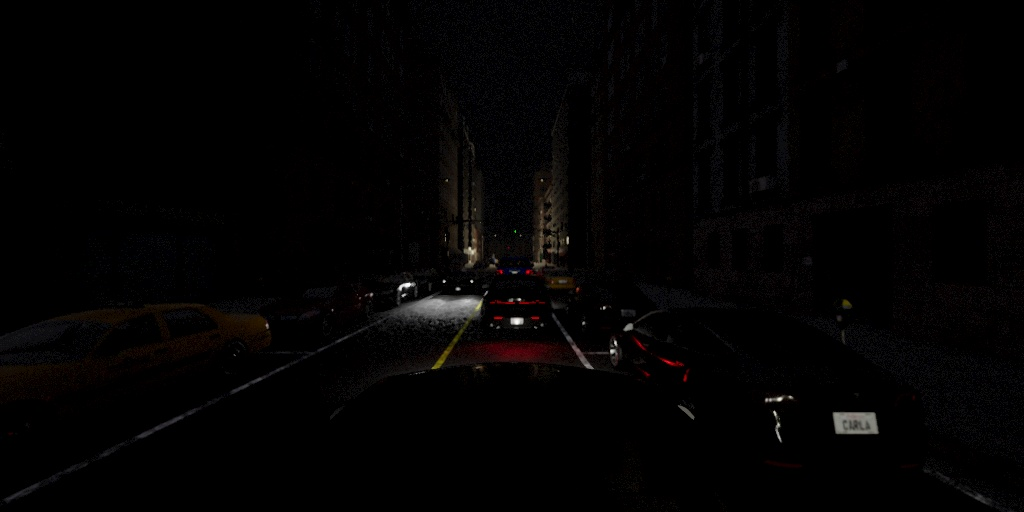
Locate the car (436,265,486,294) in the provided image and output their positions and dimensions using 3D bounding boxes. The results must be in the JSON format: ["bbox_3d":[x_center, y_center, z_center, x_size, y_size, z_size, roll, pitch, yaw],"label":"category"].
[{"bbox_3d":[-2.784,1.406,20.726,1.895,1.301,4.718,0,0,0],"label":"car"}]

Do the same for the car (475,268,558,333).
[{"bbox_3d":[0.124,1.285,10.910,1.837,1.490,4.892,0,0,0],"label":"car"}]

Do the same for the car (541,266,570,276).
[{"bbox_3d":[2.691,1.332,21.239,1.751,1.417,4.829,0,0,0],"label":"car"}]

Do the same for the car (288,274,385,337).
[{"bbox_3d":[-5.365,1.358,10.275,1.802,1.307,4.207,0,0,0],"label":"car"}]

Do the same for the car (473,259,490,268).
[{"bbox_3d":[-5.228,1.453,58.389,2.007,1.370,4.403,0,0,0],"label":"car"}]

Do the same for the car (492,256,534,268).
[{"bbox_3d":[0.157,1.032,21.610,2.150,2.045,5.566,0,0,0],"label":"car"}]

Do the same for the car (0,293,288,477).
[{"bbox_3d":[-5.381,1.285,4.692,1.751,1.417,4.829,0,0,0],"label":"car"}]

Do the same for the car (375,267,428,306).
[{"bbox_3d":[-5.349,1.342,15.688,2.007,1.370,4.403,0,0,0],"label":"car"}]

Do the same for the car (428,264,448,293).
[{"bbox_3d":[-5.334,1.357,21.101,2.007,1.370,4.403,0,0,0],"label":"car"}]

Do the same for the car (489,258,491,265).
[{"bbox_3d":[-5.212,1.461,63.844,1.888,1.381,4.507,0,0,0],"label":"car"}]

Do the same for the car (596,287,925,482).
[{"bbox_3d":[2.645,1.326,4.830,1.948,1.339,4.313,0,0,0],"label":"car"}]

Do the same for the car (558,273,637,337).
[{"bbox_3d":[2.660,1.343,10.243,1.948,1.339,4.313,0,0,0],"label":"car"}]

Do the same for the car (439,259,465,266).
[{"bbox_3d":[-5.303,1.149,31.926,2.192,1.841,5.009,0,0,0],"label":"car"}]
